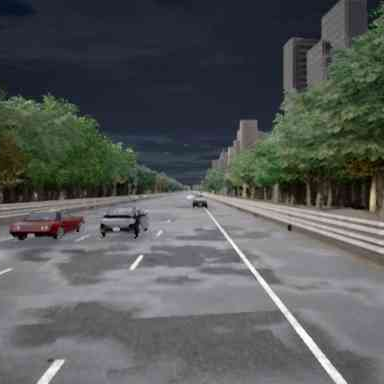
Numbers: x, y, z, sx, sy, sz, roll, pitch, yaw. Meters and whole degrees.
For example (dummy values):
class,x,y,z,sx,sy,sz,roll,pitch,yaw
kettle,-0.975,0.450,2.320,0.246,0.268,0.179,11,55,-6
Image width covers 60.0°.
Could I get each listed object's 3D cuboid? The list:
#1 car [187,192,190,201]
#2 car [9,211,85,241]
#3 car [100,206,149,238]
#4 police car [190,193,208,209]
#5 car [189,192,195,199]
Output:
class,x,y,z,sx,sy,sz,roll,pitch,yaw
car,-0.011,1.052,78.554,2.150,2.045,5.566,0,0,0
car,-6.900,1.572,16.490,1.895,1.301,4.718,0,0,0
car,-3.403,1.461,17.409,2.128,1.511,4.902,0,0,0
police car,1.044,1.339,43.705,1.930,1.638,5.238,0,0,0
car,1.042,1.245,53.566,2.097,1.767,4.553,0,0,0
